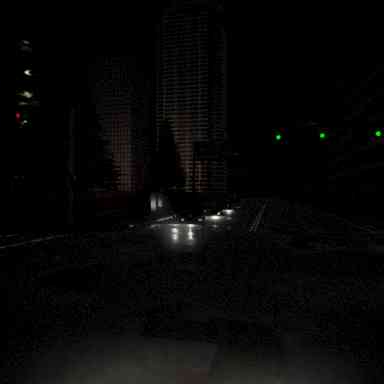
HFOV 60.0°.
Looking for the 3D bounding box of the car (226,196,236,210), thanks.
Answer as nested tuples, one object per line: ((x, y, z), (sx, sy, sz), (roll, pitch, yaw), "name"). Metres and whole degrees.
((4.981, 1.811, 49.232), (1.837, 1.490, 4.892), (0, -1, 13), "car")

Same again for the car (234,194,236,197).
((8.524, 1.587, 63.981), (2.033, 1.411, 5.357), (0, 0, 13), "car")

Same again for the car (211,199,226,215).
((2.229, 1.714, 37.526), (1.882, 1.535, 5.008), (0, 0, 13), "car")

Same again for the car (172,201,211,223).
((-0.098, 1.725, 27.607), (2.033, 1.411, 5.357), (0, 0, 13), "car")
